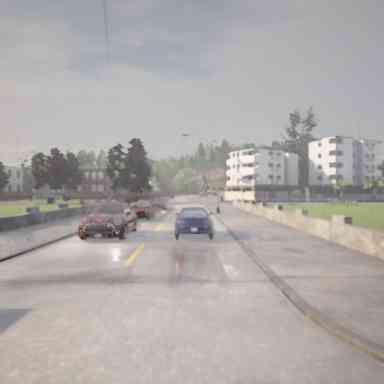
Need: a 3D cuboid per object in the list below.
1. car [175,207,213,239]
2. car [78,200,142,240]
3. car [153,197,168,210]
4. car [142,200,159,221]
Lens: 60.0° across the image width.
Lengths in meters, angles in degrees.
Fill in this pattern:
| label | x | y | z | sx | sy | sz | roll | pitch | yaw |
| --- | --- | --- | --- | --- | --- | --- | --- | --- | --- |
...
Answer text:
| label | x | y | z | sx | sy | sz | roll | pitch | yaw |
| --- | --- | --- | --- | --- | --- | --- | --- | --- | --- |
| car | 0.100 | 1.495 | 17.105 | 1.812 | 1.442 | 4.674 | 0 | 0 | 0 |
| car | -4.089 | 1.322 | 16.792 | 2.097 | 1.767 | 4.553 | 0 | 0 | 0 |
| car | -4.050 | 1.431 | 40.896 | 1.837 | 1.490 | 4.892 | 0 | 0 | 0 |
| car | -4.082 | 1.553 | 26.938 | 1.895 | 1.301 | 4.718 | 0 | 0 | 0 |
